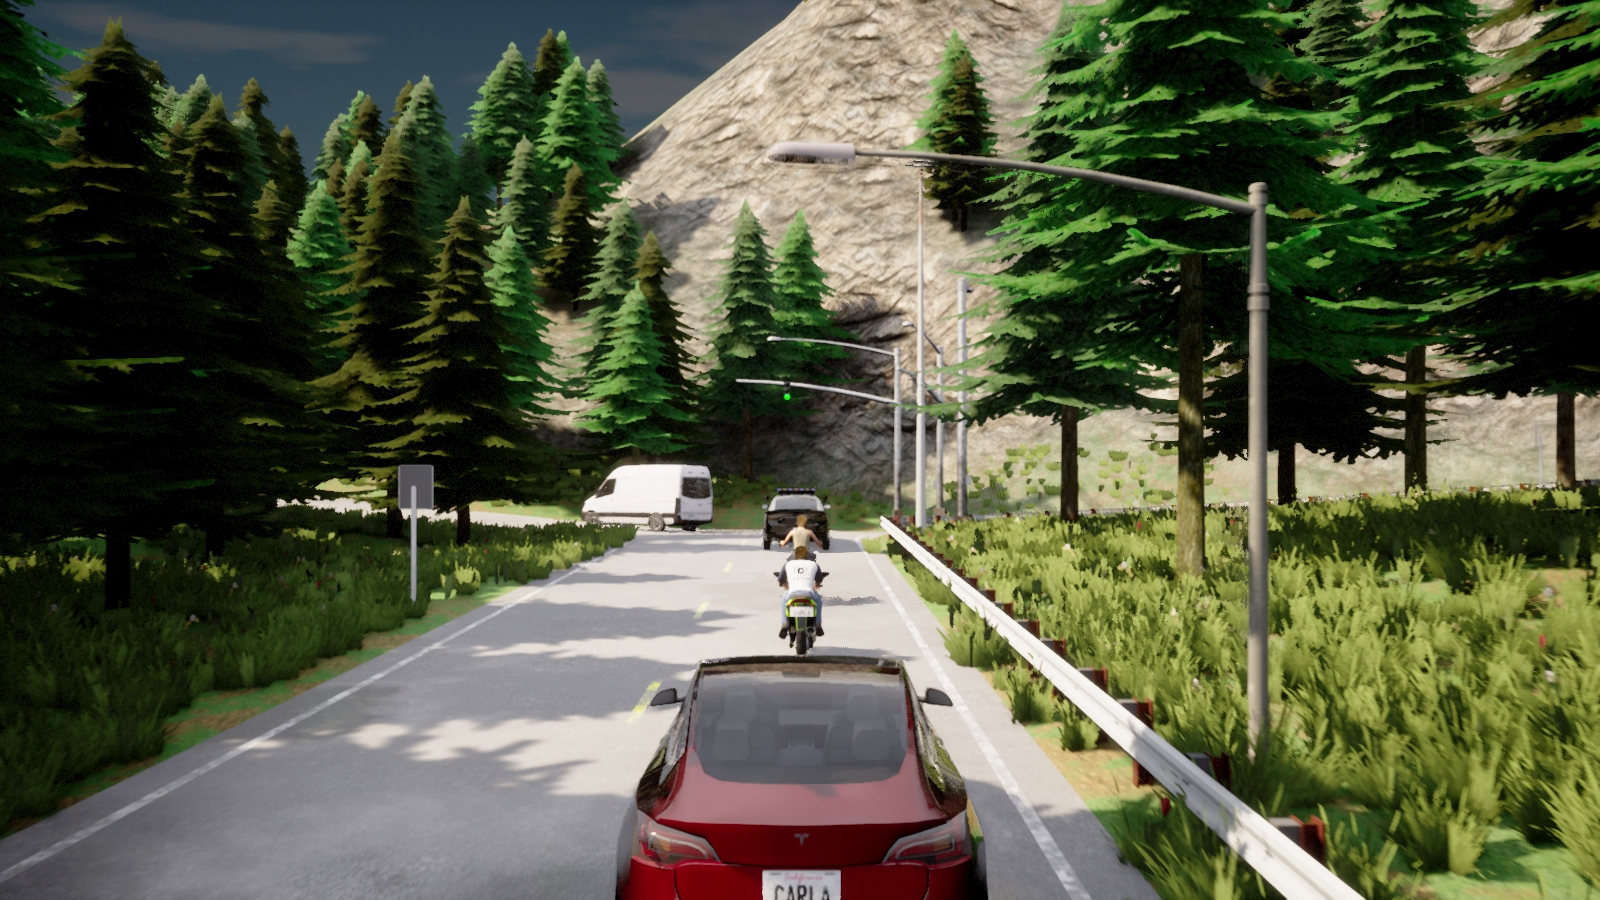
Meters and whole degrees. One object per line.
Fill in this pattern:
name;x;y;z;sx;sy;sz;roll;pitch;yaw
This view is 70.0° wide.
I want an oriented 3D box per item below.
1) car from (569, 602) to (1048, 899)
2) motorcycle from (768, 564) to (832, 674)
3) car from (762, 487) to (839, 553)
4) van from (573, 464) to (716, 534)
car;0.039;2.066;7.552;2.163;1.488;4.792;0;0;0
motorcycle;-0.003;2.221;15.369;0.803;1.145;2.033;0;1;0
car;0.004;1.994;33.939;2.097;1.638;5.238;0;0;0
van;-6.174;1.916;44.918;5.915;2.561;1.988;-1;-4;39
